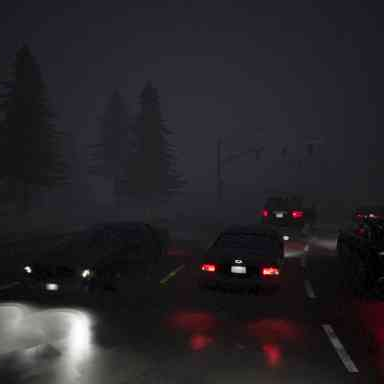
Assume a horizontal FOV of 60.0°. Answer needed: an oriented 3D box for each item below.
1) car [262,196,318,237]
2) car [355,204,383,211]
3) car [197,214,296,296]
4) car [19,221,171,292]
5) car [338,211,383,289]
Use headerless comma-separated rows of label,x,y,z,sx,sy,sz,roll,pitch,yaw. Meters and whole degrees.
car,5.476,1.222,18.307,2.150,2.045,5.566,0,0,28
car,10.745,1.503,19.719,1.837,1.490,4.892,0,0,35
car,1.540,1.548,8.858,2.033,1.411,5.357,0,0,15
car,-2.166,1.549,9.344,2.033,1.411,5.357,0,0,15
car,5.207,1.491,8.917,2.128,1.511,4.902,0,0,14
